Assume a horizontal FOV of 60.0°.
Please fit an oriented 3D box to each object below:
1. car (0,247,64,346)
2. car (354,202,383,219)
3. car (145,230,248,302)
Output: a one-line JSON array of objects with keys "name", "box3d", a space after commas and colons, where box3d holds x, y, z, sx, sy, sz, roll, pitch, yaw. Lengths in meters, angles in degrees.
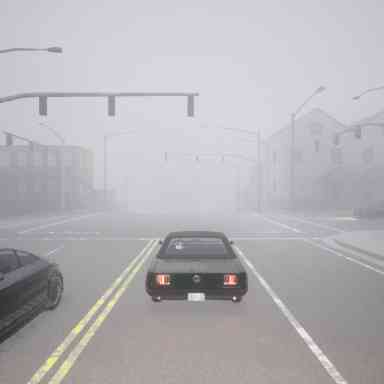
[{"name": "car", "box3d": [-3.568, 1.564, 4.996, 1.994, 1.385, 4.181, 0, 0, 0]}, {"name": "car", "box3d": [16.026, 1.564, 28.165, 4.181, 1.385, 1.994, 0, 0, 0]}, {"name": "car", "box3d": [0.102, 1.601, 8.199, 1.895, 1.301, 4.718, 0, 0, 0]}]
